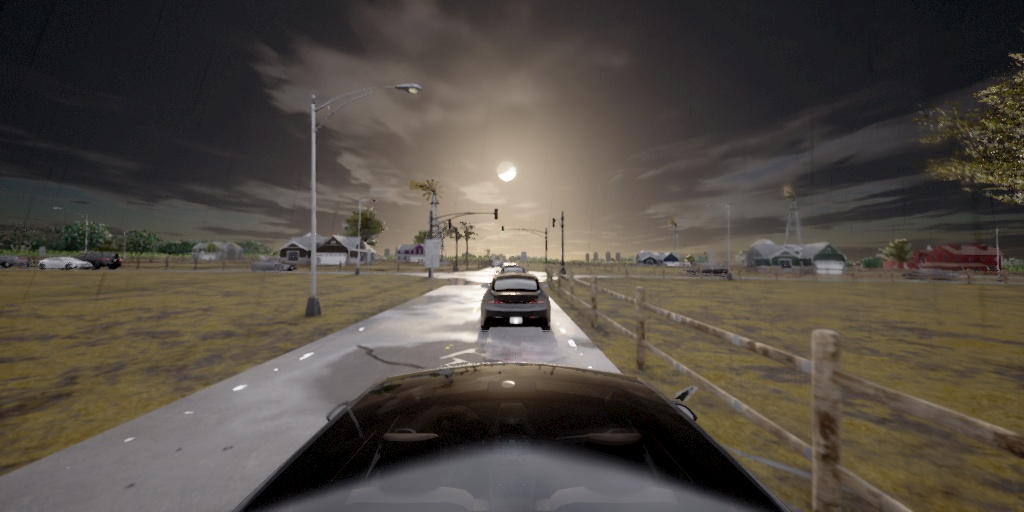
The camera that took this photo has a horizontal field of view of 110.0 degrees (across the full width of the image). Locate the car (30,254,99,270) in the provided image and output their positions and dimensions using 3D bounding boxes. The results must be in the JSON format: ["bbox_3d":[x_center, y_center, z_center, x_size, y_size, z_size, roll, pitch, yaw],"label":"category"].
[{"bbox_3d":[-48.678,0.820,39.060,4.674,1.442,1.812,0,-2,1],"label":"car"}]

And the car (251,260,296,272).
[{"bbox_3d":[-25.877,1.075,38.980,4.181,1.385,1.994,1,-2,0],"label":"car"}]

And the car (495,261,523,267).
[{"bbox_3d":[0.014,1.311,22.768,1.837,1.490,4.892,0,0,-2],"label":"car"}]

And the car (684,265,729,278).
[{"bbox_3d":[23.101,1.758,42.574,5.008,1.535,1.882,1,-2,0],"label":"car"}]

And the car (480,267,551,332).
[{"bbox_3d":[0.100,1.272,10.935,1.837,1.490,4.892,0,0,0],"label":"car"}]
